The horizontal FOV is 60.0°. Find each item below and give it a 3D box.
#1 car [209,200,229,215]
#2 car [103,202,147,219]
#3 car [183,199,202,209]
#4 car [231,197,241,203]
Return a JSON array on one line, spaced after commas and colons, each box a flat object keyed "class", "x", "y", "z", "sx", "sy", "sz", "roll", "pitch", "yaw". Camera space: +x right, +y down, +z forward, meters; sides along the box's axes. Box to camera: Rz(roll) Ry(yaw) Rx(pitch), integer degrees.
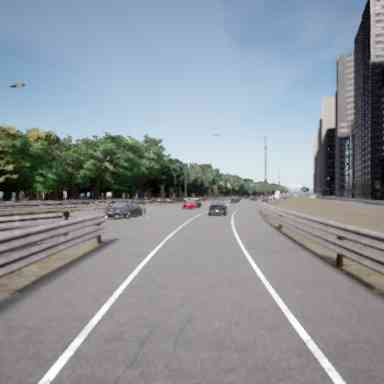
[{"class": "car", "x": 2.915, "y": 1.680, "z": 36.480, "sx": 1.837, "sy": 1.490, "sz": 4.892, "roll": 0, "pitch": 0, "yaw": 9}, {"class": "car", "x": -6.108, "y": 1.625, "z": 30.862, "sx": 2.033, "sy": 1.411, "sz": 5.357, "roll": 0, "pitch": -1, "yaw": 18}, {"class": "car", "x": 0.135, "y": 1.795, "z": 49.891, "sx": 1.994, "sy": 1.385, "sz": 4.181, "roll": 0, "pitch": 0, "yaw": 18}, {"class": "car", "x": 10.931, "y": 2.042, "z": 82.683, "sx": 1.837, "sy": 1.490, "sz": 4.892, "roll": 0, "pitch": 0, "yaw": 18}]
